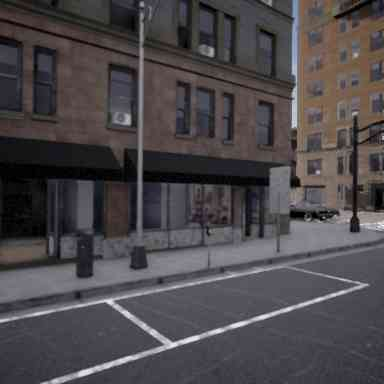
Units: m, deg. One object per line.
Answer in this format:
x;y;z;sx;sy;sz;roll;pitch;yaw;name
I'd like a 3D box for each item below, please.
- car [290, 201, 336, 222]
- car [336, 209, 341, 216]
8.287;1.518;25.807;1.895;1.301;4.718;1;0;-35;car
10.049;1.496;28.961;2.033;1.411;5.357;1;0;-35;car
